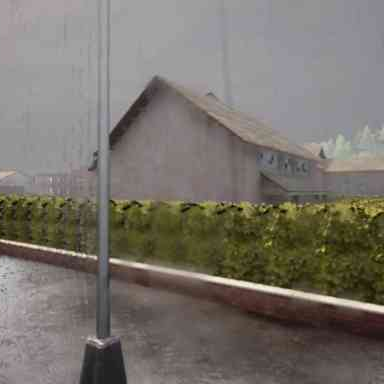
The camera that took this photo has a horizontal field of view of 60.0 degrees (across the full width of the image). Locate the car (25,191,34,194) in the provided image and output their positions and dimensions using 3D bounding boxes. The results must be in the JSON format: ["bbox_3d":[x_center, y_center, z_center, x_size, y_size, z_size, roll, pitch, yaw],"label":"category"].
[{"bbox_3d":[-34.183,0.748,70.643,3.866,1.878,1.905,0,0,36],"label":"car"}]
